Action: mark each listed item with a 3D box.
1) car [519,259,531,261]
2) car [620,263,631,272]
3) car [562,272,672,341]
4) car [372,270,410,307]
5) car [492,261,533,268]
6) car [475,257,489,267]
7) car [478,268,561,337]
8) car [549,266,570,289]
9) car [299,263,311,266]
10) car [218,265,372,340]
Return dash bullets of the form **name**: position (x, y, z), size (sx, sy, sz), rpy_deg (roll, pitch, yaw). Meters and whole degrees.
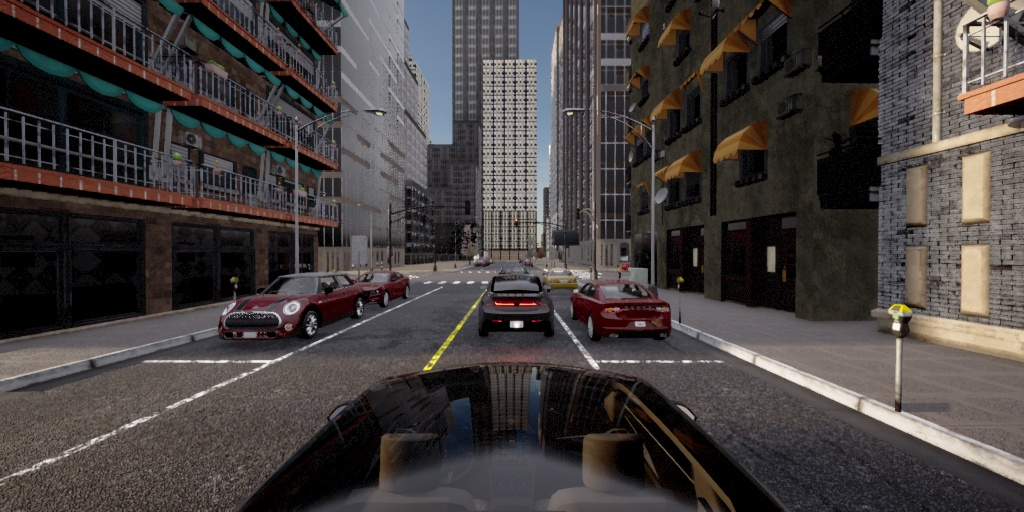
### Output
- **car**: position (2.749, 1.186, 64.321), size (1.967, 1.591, 4.097), rpy_deg (0, 0, 0)
- **car**: position (14.299, 1.005, 39.926), size (4.507, 1.381, 1.888), rpy_deg (0, 0, 0)
- **car**: position (2.697, 1.294, 9.748), size (1.888, 1.381, 4.507), rpy_deg (0, 0, 0)
- **car**: position (-5.679, 1.293, 15.294), size (1.888, 1.381, 4.507), rpy_deg (0, 0, 0)
- **car**: position (0.116, 1.239, 20.433), size (2.128, 1.511, 4.902), rpy_deg (0, 0, 0)
- **car**: position (-5.631, 1.292, 64.330), size (1.888, 1.381, 4.507), rpy_deg (0, 0, 0)
- **car**: position (0.108, 1.253, 10.299), size (1.837, 1.490, 4.892), rpy_deg (0, 0, 0)
- **car**: position (2.707, 1.273, 20.965), size (1.751, 1.417, 4.829), rpy_deg (0, 0, 0)
- **car**: position (-23.799, 1.495, 39.642), size (4.097, 1.591, 1.967), rpy_deg (0, 0, 0)
- **car**: position (-5.684, 1.189, 9.770), size (1.967, 1.591, 4.097), rpy_deg (0, 0, 0)
